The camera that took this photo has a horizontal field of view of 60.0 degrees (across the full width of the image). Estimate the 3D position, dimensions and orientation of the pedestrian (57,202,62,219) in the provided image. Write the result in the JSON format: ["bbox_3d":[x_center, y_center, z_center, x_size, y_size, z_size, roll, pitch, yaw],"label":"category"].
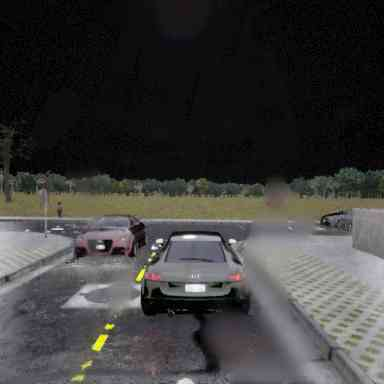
[{"bbox_3d":[-9.721,0.998,24.433,0.375,1.860,0.375,0,-1,0],"label":"pedestrian"}]

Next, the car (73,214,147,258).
[{"bbox_3d":[-2.902,1.561,12.606,1.994,1.385,4.181,0,0,1],"label":"car"}]

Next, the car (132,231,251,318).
[{"bbox_3d":[0.087,1.562,7.522,1.994,1.385,4.181,0,0,1],"label":"car"}]

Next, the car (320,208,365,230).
[{"bbox_3d":[10.628,1.723,21.684,4.181,1.385,1.994,1,0,0],"label":"car"}]
